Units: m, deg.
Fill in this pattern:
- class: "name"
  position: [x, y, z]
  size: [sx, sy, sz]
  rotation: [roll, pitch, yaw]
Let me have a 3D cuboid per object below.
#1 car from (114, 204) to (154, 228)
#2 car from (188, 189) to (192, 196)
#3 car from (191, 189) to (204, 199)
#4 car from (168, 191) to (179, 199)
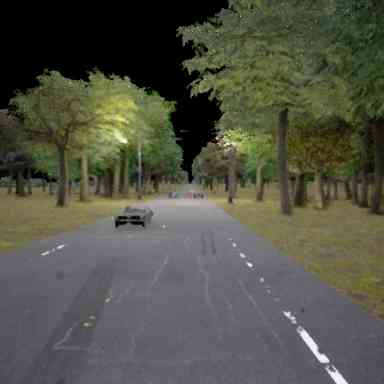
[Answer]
- class: "car"
  position: [-3.593, 1.480, 21.140]
  size: [1.895, 1.301, 4.718]
  rotation: [0, 1, 0]
- class: "car"
  position: [0.021, -0.063, 82.807]
  size: [2.097, 1.767, 4.553]
  rotation: [0, 1, 0]
- class: "car"
  position: [1.240, 0.553, 64.696]
  size: [1.837, 1.490, 4.892]
  rotation: [0, 1, 0]
- class: "car"
  position: [-3.504, 0.573, 63.403]
  size: [1.837, 1.490, 4.892]
  rotation: [0, 1, 1]
